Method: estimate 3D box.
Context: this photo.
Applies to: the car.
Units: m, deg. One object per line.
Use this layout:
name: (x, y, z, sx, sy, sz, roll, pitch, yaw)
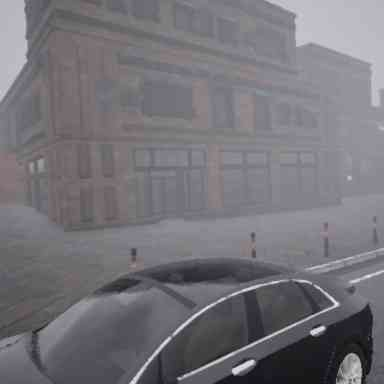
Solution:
car: (-0.093, 1.514, 3.191, 4.892, 1.490, 1.837, -1, 0, -37)
